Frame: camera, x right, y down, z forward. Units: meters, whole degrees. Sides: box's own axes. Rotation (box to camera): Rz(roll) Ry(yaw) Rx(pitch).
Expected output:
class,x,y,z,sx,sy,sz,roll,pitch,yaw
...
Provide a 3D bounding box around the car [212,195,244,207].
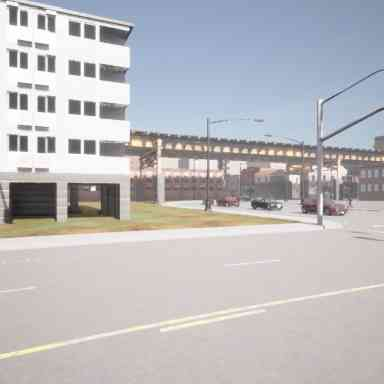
class,x,y,z,sx,sy,sz,roll,pitch,yaw
car,5.367,1.478,50.095,1.882,1.535,5.008,0,0,-22

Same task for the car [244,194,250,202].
class,x,y,z,sx,sy,sz,roll,pitch,yaw
car,11.879,1.525,75.701,2.128,1.511,4.902,0,0,41

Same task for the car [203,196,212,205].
class,x,y,z,sx,sy,sz,roll,pitch,yaw
car,2.916,1.505,59.907,1.837,1.490,4.892,0,0,-1

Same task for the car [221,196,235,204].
class,x,y,z,sx,sy,sz,roll,pitch,yaw
car,7.349,1.491,66.747,2.128,1.511,4.902,0,0,14

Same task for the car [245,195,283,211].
class,x,y,z,sx,sy,sz,roll,pitch,yaw
car,9.244,1.491,41.354,2.128,1.511,4.902,0,0,-25

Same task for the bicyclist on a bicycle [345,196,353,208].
class,x,y,z,sx,sy,sz,roll,pitch,yaw
bicyclist on a bicycle,20.436,1.303,43.310,1.656,1.620,0.582,0,0,-25

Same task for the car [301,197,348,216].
class,x,y,z,sx,sy,sz,roll,pitch,yaw
car,13.110,1.352,33.080,2.097,1.767,4.553,0,0,-25
